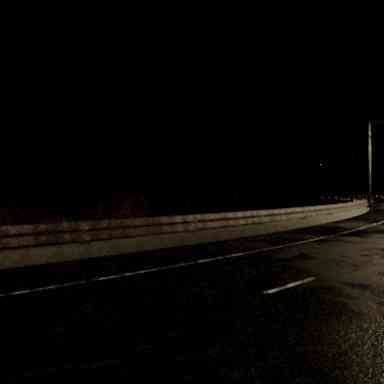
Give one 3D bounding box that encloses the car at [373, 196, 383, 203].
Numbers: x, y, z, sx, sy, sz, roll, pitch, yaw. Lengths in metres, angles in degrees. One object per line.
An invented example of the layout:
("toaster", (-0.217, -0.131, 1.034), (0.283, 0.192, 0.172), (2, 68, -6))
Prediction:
("car", (36.650, 1.424, 64.432), (2.128, 1.511, 4.902), (0, 0, 15))
